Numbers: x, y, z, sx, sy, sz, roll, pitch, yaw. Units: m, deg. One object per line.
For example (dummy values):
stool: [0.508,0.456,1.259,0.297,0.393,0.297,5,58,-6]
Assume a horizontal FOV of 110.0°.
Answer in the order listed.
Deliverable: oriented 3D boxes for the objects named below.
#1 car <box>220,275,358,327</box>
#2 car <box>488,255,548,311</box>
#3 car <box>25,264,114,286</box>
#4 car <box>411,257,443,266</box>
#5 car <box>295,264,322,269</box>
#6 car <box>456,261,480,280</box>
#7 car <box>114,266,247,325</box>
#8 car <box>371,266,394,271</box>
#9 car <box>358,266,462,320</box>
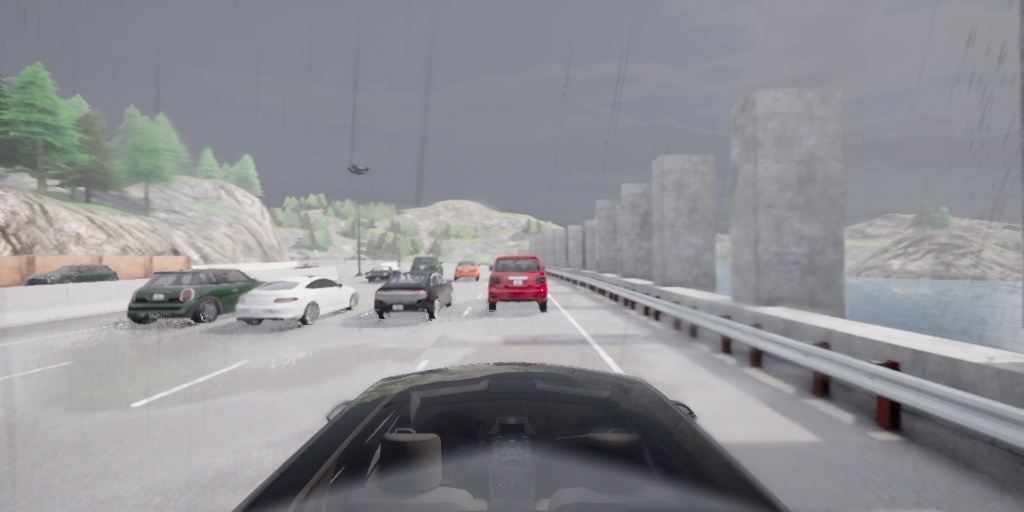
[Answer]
car: [-6.818,1.353,11.901,1.812,1.442,4.674,-1,0,0]
car: [0.206,0.987,14.661,2.150,2.045,5.566,-1,0,0]
car: [-31.786,1.430,26.097,2.097,1.767,4.553,-1,0,-3]
car: [-7.361,1.080,31.329,2.150,2.045,5.566,0,0,-4]
car: [-27.191,1.667,48.039,1.895,1.301,4.718,-1,0,-9]
car: [-3.913,1.179,31.681,2.097,1.767,4.553,-1,0,-4]
car: [-10.305,1.213,12.584,2.097,1.767,4.553,-1,0,0]
car: [-10.821,1.491,30.682,1.895,1.301,4.718,-1,0,-4]
car: [-3.301,1.287,12.843,2.128,1.511,4.902,-1,0,0]
